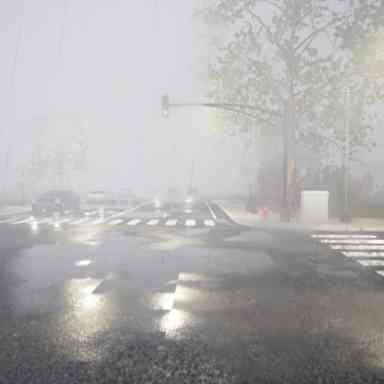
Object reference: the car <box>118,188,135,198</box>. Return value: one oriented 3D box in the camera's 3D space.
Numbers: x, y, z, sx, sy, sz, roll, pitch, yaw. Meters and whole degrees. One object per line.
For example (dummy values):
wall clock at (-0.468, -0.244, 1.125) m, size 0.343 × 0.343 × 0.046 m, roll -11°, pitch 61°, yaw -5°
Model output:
car at (-9.722, 0.087, 49.529) m, size 1.812 × 1.442 × 4.674 m, roll 0°, pitch 2°, yaw 1°

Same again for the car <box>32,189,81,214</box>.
car at (-9.975, 0.591, 24.703) m, size 2.097 × 1.767 × 4.553 m, roll 0°, pitch 2°, yaw 1°

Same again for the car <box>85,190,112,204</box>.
car at (-9.875, 0.471, 35.524) m, size 1.812 × 1.442 × 4.674 m, roll 0°, pitch 2°, yaw 1°

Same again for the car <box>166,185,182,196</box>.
car at (-3.106, -0.060, 55.413) m, size 1.812 × 1.442 × 4.674 m, roll 0°, pitch 2°, yaw 1°

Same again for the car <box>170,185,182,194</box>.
car at (-3.015, -0.513, 65.410) m, size 2.097 × 1.767 × 4.553 m, roll 0°, pitch 2°, yaw 1°

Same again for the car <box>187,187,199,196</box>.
car at (0.143, -0.012, 55.352) m, size 1.994 × 1.385 × 4.181 m, roll 0°, pitch 2°, yaw 1°

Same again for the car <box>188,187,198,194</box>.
car at (0.234, -0.293, 65.417) m, size 1.994 × 1.385 × 4.181 m, roll 0°, pitch 2°, yaw 1°
